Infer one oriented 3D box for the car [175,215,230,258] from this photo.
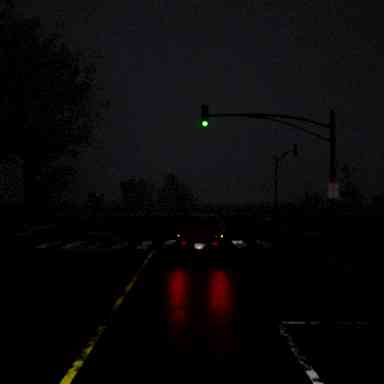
[{"bbox_3d":[0.482,1.605,13.020,1.812,1.442,4.674,0,-1,6],"label":"car"}]
